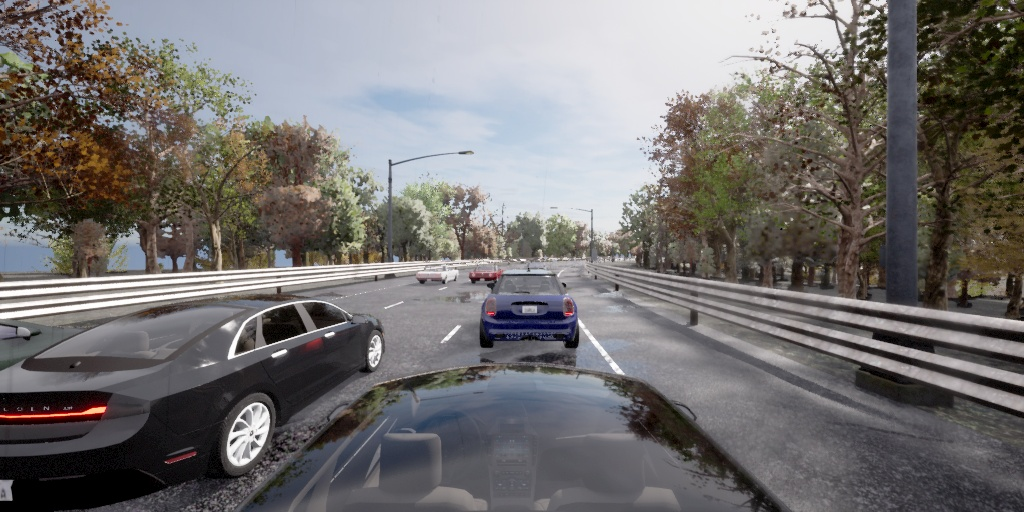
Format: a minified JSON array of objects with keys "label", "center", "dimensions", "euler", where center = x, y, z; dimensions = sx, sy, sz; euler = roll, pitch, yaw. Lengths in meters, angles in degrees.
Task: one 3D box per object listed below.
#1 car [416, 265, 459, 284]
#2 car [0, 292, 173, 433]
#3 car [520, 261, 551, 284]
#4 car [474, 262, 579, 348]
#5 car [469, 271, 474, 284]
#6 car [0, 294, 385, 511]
[{"label":"car","center":[-5.333,1.319,26.315],"dimensions":[1.895,1.301,4.718],"euler":[0,0,6]},{"label":"car","center":[-6.803,1.311,4.020],"dimensions":[1.994,1.385,4.181],"euler":[0,0,1]},{"label":"car","center":[1.935,1.228,28.136],"dimensions":[2.128,1.511,4.902],"euler":[0,0,7]},{"label":"car","center":[0.392,1.098,9.362],"dimensions":[2.097,1.767,4.553],"euler":[0,0,1]},{"label":"car","center":[-1.769,1.328,26.660],"dimensions":[1.895,1.301,4.718],"euler":[0,0,7]},{"label":"car","center":[-3.286,1.252,4.722],"dimensions":[1.837,1.490,4.892],"euler":[0,0,1]}]
